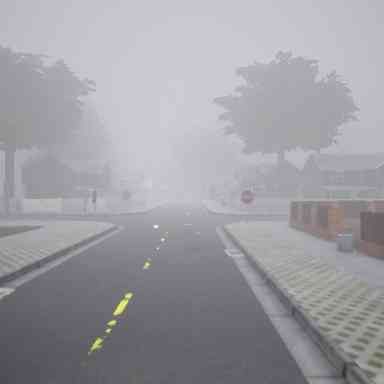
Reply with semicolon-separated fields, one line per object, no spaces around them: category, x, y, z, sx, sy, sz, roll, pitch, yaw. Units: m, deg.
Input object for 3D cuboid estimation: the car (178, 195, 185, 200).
car;-2.750;1.530;88.234;1.994;1.385;4.181;0;0;0
